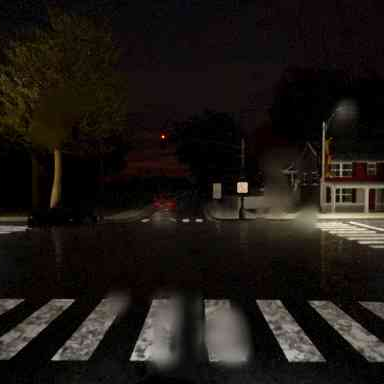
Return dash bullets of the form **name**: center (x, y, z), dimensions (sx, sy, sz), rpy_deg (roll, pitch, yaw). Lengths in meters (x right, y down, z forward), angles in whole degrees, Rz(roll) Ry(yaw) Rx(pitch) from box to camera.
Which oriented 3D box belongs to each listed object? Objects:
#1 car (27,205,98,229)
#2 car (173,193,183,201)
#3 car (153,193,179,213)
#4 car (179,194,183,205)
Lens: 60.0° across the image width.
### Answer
- **car**: center (-8.184, 1.520, 21.233), dimensions (4.181, 1.385, 1.994), rpy_deg (-1, 2, -23)
- **car**: center (-2.769, 0.995, 67.983), dimensions (1.882, 1.535, 5.008), rpy_deg (0, 0, 0)
- **car**: center (-2.963, 1.185, 36.807), dimensions (2.150, 2.045, 5.566), rpy_deg (0, 0, 0)
- **car**: center (-2.907, 1.430, 52.688), dimensions (2.128, 1.511, 4.902), rpy_deg (0, 0, 0)
